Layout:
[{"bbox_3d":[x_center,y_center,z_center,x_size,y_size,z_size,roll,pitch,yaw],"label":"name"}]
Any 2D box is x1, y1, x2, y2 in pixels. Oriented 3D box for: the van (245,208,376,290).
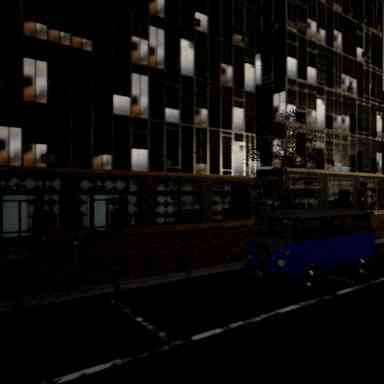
[{"bbox_3d":[3.236,1.352,8.863,3.998,1.788,1.690,0,0,-35],"label":"van"}]
